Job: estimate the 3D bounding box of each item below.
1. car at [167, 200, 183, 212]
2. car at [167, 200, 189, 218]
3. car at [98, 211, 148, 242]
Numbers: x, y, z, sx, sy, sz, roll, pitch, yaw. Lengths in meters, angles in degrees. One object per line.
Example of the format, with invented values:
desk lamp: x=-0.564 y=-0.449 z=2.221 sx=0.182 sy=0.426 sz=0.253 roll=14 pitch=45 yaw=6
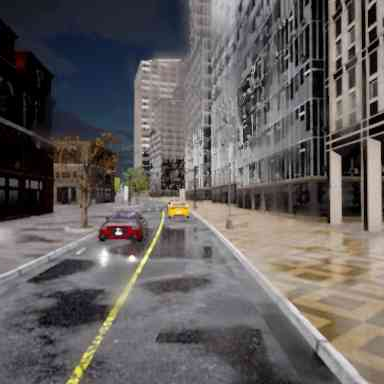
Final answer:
car: x=-2.245 y=1.778 z=42.928 sx=1.812 sy=1.442 sz=4.674 roll=0 pitch=0 yaw=-5
car: x=-1.312 y=1.669 z=32.084 sx=1.882 sy=1.535 sz=5.008 roll=0 pitch=0 yaw=-4
car: x=-3.340 y=1.665 z=16.753 sx=1.994 sy=1.385 sz=4.181 roll=0 pitch=0 yaw=-3
